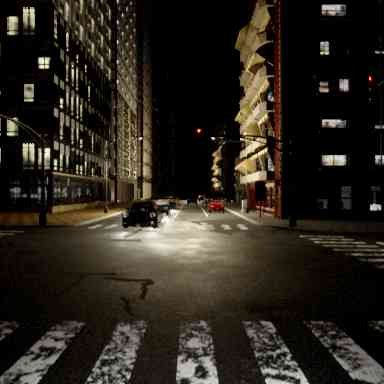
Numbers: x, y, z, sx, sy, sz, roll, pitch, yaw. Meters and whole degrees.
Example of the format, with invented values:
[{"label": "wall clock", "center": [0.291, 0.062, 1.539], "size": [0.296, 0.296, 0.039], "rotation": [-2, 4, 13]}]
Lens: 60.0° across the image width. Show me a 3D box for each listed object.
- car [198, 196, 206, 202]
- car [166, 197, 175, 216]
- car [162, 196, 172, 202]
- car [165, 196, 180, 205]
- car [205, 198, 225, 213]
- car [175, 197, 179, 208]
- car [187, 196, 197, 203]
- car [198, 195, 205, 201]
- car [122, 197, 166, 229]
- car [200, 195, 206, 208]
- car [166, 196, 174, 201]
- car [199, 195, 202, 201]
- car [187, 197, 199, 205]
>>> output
[{"label": "car", "center": [2.565, 1.714, 84.026], "size": [1.802, 1.307, 4.206], "rotation": [0, 0, 0]}, {"label": "car", "center": [-3.146, 1.533, 33.418], "size": [2.128, 1.511, 4.902], "rotation": [0, 0, 0]}, {"label": "car", "center": [-5.807, 1.671, 78.365], "size": [2.008, 1.369, 4.403], "rotation": [0, 0, 0]}, {"label": "car", "center": [-3.085, 1.558, 56.705], "size": [1.882, 1.535, 5.008], "rotation": [0, 0, 0]}, {"label": "car", "center": [2.686, 1.630, 37.218], "size": [1.802, 1.307, 4.206], "rotation": [0, 0, 0]}, {"label": "car", "center": [-3.144, 1.663, 45.936], "size": [1.895, 1.301, 4.718], "rotation": [0, 0, 0]}, {"label": "car", "center": [-0.019, 1.667, 70.279], "size": [1.994, 1.385, 4.181], "rotation": [0, 0, 0]}, {"label": "car", "center": [2.556, 1.584, 89.675], "size": [1.967, 1.590, 4.097], "rotation": [0, 0, 0]}, {"label": "car", "center": [-3.121, 1.366, 21.582], "size": [2.097, 1.767, 4.553], "rotation": [1, 0, 0]}, {"label": "car", "center": [2.616, 1.620, 50.135], "size": [2.008, 1.369, 4.403], "rotation": [0, 0, 0]}, {"label": "car", "center": [-5.824, 1.689, 89.662], "size": [1.887, 1.381, 4.507], "rotation": [0, 0, 0]}, {"label": "car", "center": [2.609, 1.629, 55.783], "size": [2.008, 1.369, 4.403], "rotation": [0, 0, 0]}, {"label": "car", "center": [0.009, 1.590, 59.969], "size": [1.837, 1.490, 4.892], "rotation": [0, 0, 0]}]
